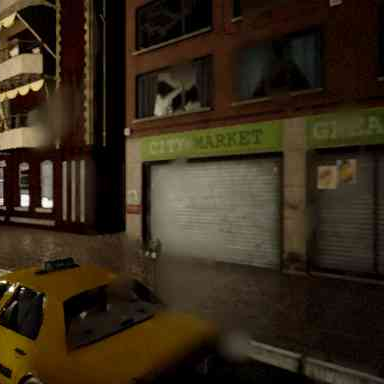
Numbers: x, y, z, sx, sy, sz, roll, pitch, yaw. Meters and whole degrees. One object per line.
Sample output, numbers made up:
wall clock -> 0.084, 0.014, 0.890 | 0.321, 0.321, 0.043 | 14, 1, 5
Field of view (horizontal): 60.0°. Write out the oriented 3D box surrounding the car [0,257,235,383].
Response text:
car -> -1.845, 1.509, 4.194 | 4.829, 1.417, 1.752 | 0, 0, 36
